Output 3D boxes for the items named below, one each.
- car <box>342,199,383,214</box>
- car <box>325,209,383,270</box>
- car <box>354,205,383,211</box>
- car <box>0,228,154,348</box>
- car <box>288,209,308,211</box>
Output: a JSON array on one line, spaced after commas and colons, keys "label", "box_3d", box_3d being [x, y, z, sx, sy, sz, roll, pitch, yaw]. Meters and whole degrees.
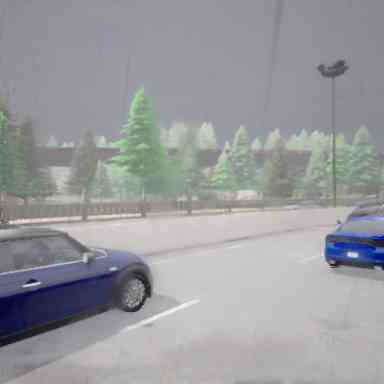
[{"label": "car", "box_3d": [20.400, 1.671, 39.603, 5.008, 1.535, 1.882, 0, -1, -29]}, {"label": "car", "box_3d": [5.993, 1.529, 10.693, 1.882, 1.535, 5.008, -1, -1, 43]}, {"label": "car", "box_3d": [11.279, 1.601, 20.393, 4.892, 1.490, 1.837, 0, -1, -41]}, {"label": "car", "box_3d": [-2.772, 1.423, 5.853, 2.097, 1.767, 4.553, -1, -1, 38]}, {"label": "car", "box_3d": [12.820, 1.841, 39.132, 4.718, 1.301, 1.895, 0, -1, -33]}]
